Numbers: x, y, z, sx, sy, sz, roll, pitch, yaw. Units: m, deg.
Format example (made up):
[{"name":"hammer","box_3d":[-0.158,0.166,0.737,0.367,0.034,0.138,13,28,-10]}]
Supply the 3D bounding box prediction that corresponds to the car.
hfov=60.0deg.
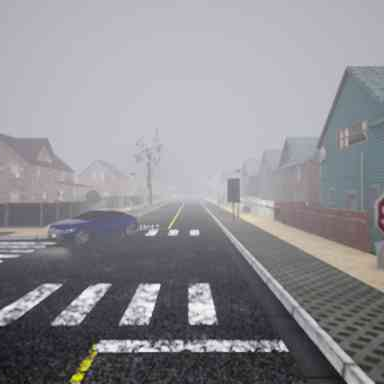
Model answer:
[{"name":"car","box_3d":[-4.504,1.554,15.961,1.812,1.442,4.674,2,1,35]}]
